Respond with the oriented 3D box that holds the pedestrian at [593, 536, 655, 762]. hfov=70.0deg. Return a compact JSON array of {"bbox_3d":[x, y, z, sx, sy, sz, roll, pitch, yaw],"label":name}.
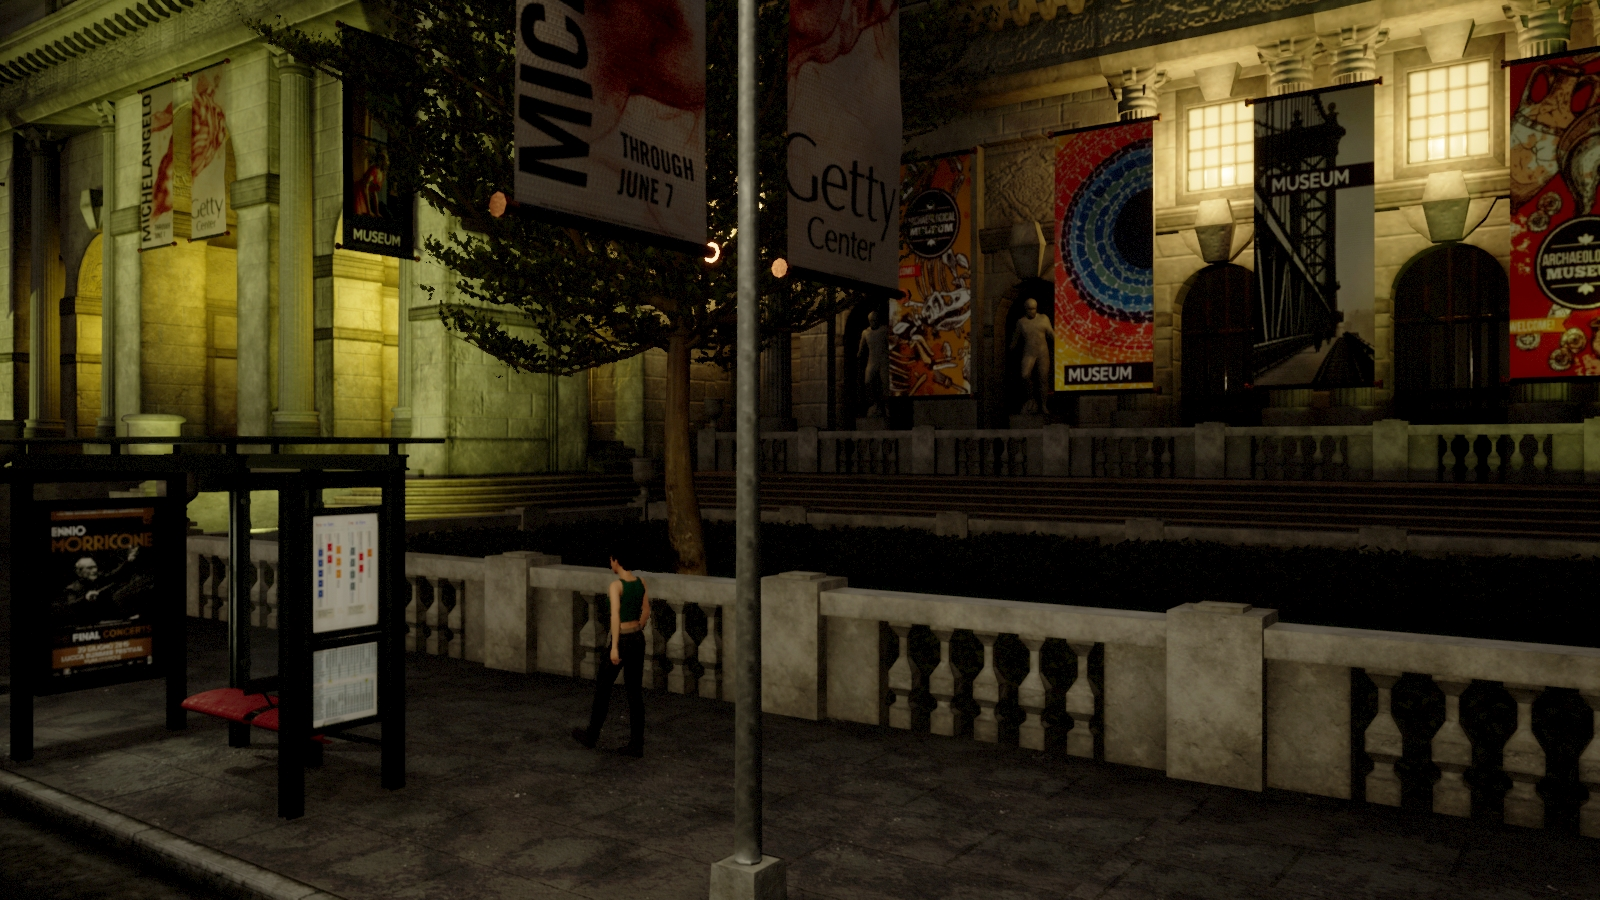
[{"bbox_3d":[-1.523,1.695,9.867,0.375,1.860,0.375,0,0,40],"label":"pedestrian"}]
